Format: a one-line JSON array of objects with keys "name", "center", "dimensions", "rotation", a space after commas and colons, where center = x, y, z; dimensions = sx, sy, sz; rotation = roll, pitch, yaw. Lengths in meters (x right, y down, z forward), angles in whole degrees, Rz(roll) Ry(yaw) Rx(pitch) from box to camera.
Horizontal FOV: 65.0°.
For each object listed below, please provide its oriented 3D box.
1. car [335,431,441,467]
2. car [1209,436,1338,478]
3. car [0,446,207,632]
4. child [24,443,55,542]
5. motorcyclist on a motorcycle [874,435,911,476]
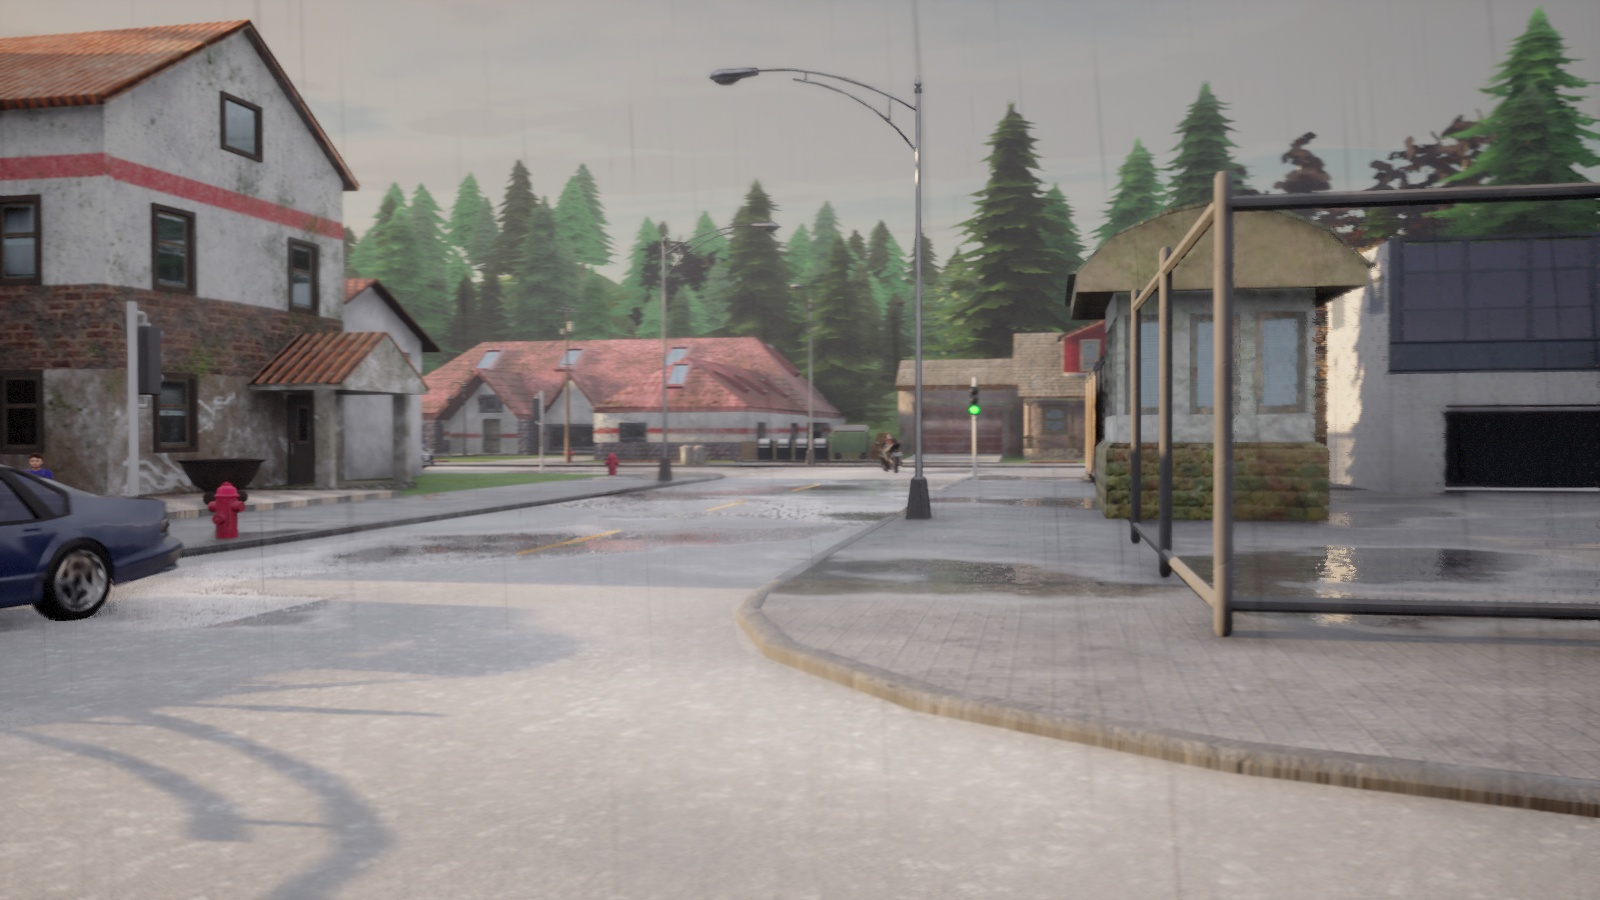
[{"name": "car", "center": [-17.450, -0.048, 53.231], "dimensions": [3.806, 1.475, 1.970], "rotation": [0, 1, 11]}, {"name": "car", "center": [17.344, 0.248, 46.211], "dimensions": [4.193, 1.474, 1.816], "rotation": [0, 1, 11]}, {"name": "car", "center": [-7.328, 0.706, 9.557], "dimensions": [2.033, 1.411, 5.357], "rotation": [1, 1, 16]}, {"name": "child", "center": [-9.804, 0.539, 16.187], "dimensions": [0.270, 1.263, 0.437], "rotation": [0, 1, -22]}, {"name": "motorcyclist on a motorcycle", "center": [3.523, 0.183, 48.147], "dimensions": [0.866, 1.530, 2.191], "rotation": [-1, 1, -11]}]
